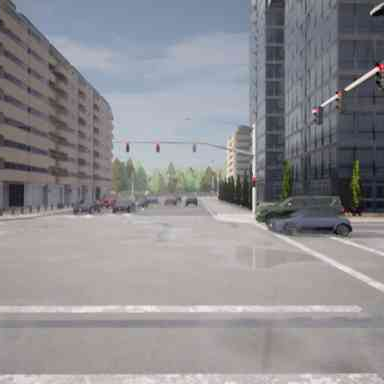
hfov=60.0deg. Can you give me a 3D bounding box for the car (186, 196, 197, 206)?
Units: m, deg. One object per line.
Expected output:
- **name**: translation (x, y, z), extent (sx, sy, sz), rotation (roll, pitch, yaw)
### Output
- **car**: translation (-0.030, 1.482, 55.985), extent (1.837, 1.490, 4.892), rotation (0, 0, 1)

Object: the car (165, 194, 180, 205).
- **car**: translation (-3.518, 1.503, 56.991), extent (1.812, 1.442, 4.674), rotation (0, 0, 1)

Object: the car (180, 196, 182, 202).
- **car**: translation (-3.402, 1.325, 74.459), extent (2.097, 1.767, 4.553), rotation (0, 0, 1)

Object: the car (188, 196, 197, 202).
- **car**: translation (0.104, 1.565, 74.918), extent (1.895, 1.301, 4.718), rotation (0, 0, 1)

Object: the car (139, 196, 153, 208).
- **car**: translation (-7.327, 1.473, 46.867), extent (2.128, 1.511, 4.902), rotation (0, 0, 1)

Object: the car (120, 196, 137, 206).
- **car**: translation (-10.701, 1.455, 56.480), extent (1.882, 1.535, 5.008), rotation (0, 0, 1)

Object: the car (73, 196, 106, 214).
- **car**: translation (-10.903, 1.491, 34.881), extent (1.837, 1.490, 4.892), rotation (0, 0, 0)

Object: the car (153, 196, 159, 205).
- **car**: translation (-7.145, 1.454, 59.911), extent (1.882, 1.535, 5.008), rotation (0, 0, 1)

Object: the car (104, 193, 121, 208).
- **car**: translation (-10.865, 1.204, 44.729), extent (2.150, 2.045, 5.566), rotation (0, 0, 0)

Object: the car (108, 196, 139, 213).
- **car**: translation (-7.404, 1.490, 36.503), extent (1.837, 1.490, 4.892), rotation (0, 0, 0)

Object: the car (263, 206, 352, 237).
- **car**: translation (6.252, 1.612, 17.824), extent (4.181, 1.385, 1.994), rotation (0, 0, 0)

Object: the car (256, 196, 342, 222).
- **car**: translation (7.010, 1.268, 21.769), extent (5.566, 2.045, 2.150), rotation (0, 0, 6)
